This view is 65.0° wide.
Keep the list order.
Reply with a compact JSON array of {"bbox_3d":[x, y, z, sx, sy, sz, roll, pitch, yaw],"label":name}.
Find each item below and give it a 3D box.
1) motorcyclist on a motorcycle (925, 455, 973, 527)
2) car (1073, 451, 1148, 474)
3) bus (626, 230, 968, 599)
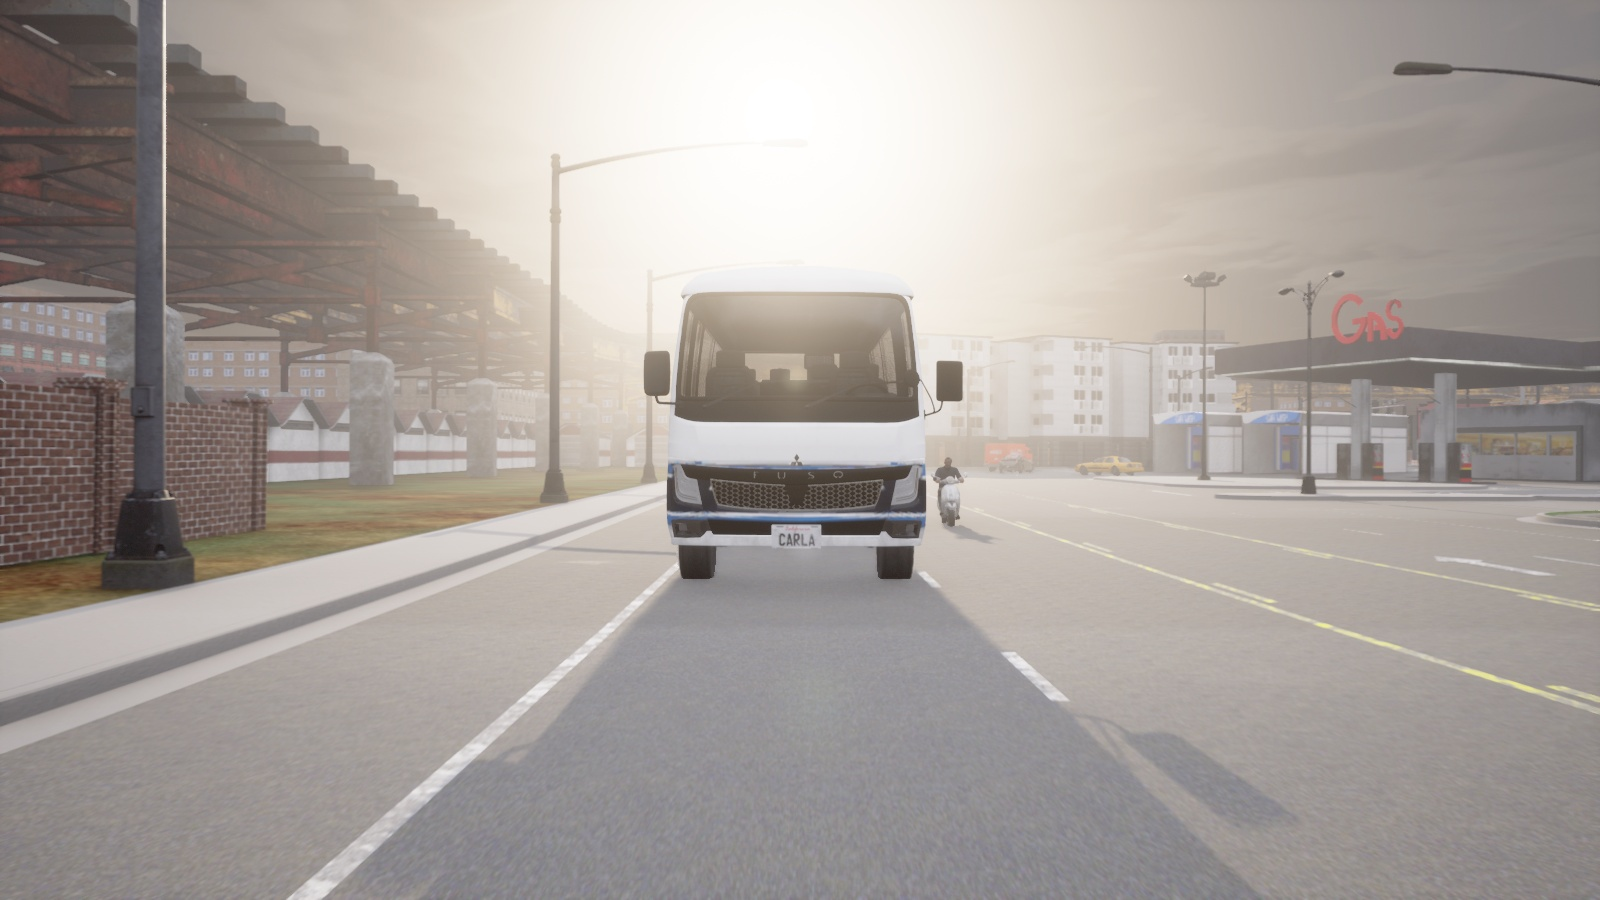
[{"bbox_3d":[3.431,0.925,29.052,0.866,1.590,1.817,0,0,0],"label":"motorcyclist on a motorcycle"},{"bbox_3d":[22.613,0.907,91.639,1.801,1.575,5.366,0,0,-37],"label":"car"},{"bbox_3d":[-0.052,-0.403,19.686,3.944,4.253,10.273,0,0,0],"label":"bus"}]
